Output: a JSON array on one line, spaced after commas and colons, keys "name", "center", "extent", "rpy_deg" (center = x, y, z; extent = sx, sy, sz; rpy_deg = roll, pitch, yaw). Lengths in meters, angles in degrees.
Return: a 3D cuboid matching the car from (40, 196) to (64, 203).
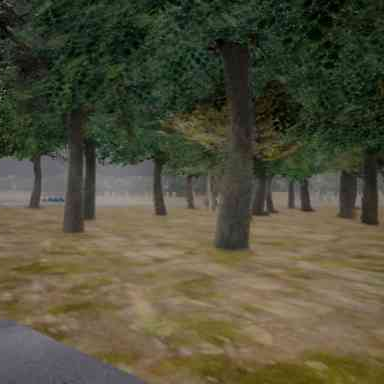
[{"name": "car", "center": [-30.387, 1.592, 72.350], "extent": [1.882, 1.535, 5.008], "rpy_deg": [1, -1, 37]}]
